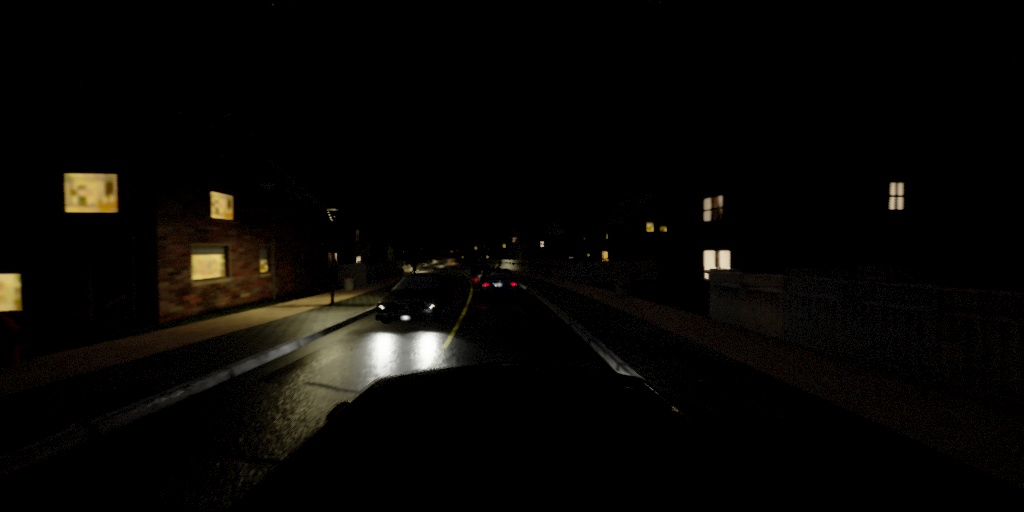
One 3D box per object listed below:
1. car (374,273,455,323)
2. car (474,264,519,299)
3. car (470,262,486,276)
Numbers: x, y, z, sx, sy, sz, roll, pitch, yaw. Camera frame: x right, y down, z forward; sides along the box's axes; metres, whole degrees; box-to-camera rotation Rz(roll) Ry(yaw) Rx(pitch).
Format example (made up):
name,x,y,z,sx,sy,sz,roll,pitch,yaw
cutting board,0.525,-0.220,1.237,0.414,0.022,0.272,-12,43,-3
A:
name,x,y,z,sx,sy,sz,roll,pitch,yaw
car,-3.069,1.321,12.501,2.033,1.411,5.357,0,0,-3
car,-0.737,1.321,18.282,2.033,1.411,5.357,0,0,-5
car,-3.417,1.364,38.290,1.812,1.442,4.674,0,0,-10
